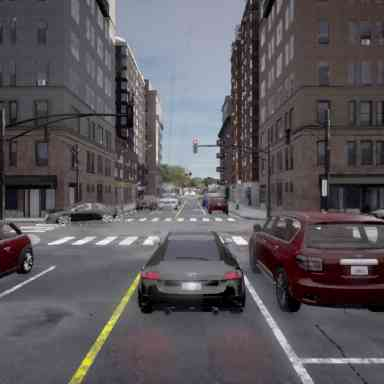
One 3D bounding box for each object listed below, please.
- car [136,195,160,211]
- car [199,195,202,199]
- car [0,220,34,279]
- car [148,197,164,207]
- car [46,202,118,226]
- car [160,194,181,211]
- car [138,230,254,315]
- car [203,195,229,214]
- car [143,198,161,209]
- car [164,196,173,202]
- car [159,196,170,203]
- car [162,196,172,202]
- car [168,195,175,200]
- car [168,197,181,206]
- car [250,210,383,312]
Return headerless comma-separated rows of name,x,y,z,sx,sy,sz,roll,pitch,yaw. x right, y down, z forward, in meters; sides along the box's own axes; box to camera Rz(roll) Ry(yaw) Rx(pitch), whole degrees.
car,-5.475,1.313,40.164,2.192,1.841,5.009,0,0,0
car,2.615,1.312,51.185,2.192,1.841,5.009,0,0,0
car,-5.397,1.440,7.605,1.967,1.590,4.097,0,0,0
car,-5.486,1.548,51.172,2.008,1.369,4.403,0,0,0
car,-7.687,1.506,23.589,4.902,1.511,2.128,0,1,-33
car,-2.898,1.222,41.711,2.150,2.045,5.566,0,0,0
car,0.014,1.564,7.640,1.994,1.385,4.181,0,0,1
car,2.652,1.313,34.673,2.192,1.841,5.009,0,0,0
car,-5.480,1.563,45.668,1.947,1.339,4.313,0,0,0
car,-5.514,1.545,78.690,2.008,1.369,4.403,0,0,0
car,-5.503,1.540,67.683,1.887,1.381,4.507,0,0,0
car,-5.509,1.540,73.186,1.887,1.381,4.507,0,0,0
car,-5.526,1.575,89.698,1.802,1.307,4.206,0,0,0
car,-2.895,1.560,56.701,1.994,1.385,4.181,0,0,0
car,2.628,1.315,7.617,2.192,1.841,5.009,0,0,0
